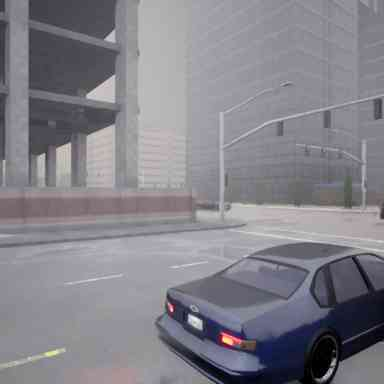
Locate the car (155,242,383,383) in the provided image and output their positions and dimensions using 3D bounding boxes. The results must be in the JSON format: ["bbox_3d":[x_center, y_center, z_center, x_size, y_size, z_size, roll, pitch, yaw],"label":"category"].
[{"bbox_3d":[2.091,1.547,5.281,5.357,1.411,2.033,0,0,-35],"label":"car"}]

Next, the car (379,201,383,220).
[{"bbox_3d":[14.933,1.220,20.972,2.150,2.045,5.566,0,0,-36],"label":"car"}]

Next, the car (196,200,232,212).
[{"bbox_3d":[2.416,1.600,38.196,1.895,1.301,4.718,0,0,-36],"label":"car"}]
